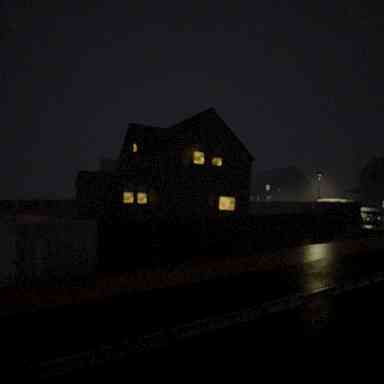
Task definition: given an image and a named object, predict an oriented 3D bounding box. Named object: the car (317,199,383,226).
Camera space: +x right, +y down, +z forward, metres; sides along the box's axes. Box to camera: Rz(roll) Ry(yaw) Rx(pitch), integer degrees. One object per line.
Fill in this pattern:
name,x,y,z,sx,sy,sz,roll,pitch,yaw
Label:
car,12.424,1.626,26.842,2.150,2.045,5.566,3,-3,-29
